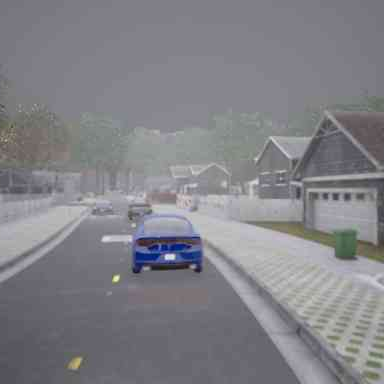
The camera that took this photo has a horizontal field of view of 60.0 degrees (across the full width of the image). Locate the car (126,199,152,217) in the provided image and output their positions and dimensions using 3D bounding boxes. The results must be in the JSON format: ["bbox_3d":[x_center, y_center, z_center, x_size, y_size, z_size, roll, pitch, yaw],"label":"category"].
[{"bbox_3d":[-4.165,1.324,26.359,2.128,1.511,4.902,0,0,-13],"label":"car"}]

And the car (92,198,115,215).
[{"bbox_3d":[-8.298,1.344,31.245,1.812,1.442,4.674,0,0,-13],"label":"car"}]

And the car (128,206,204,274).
[{"bbox_3d":[-0.890,1.409,10.464,1.882,1.535,5.008,0,0,-9],"label":"car"}]
